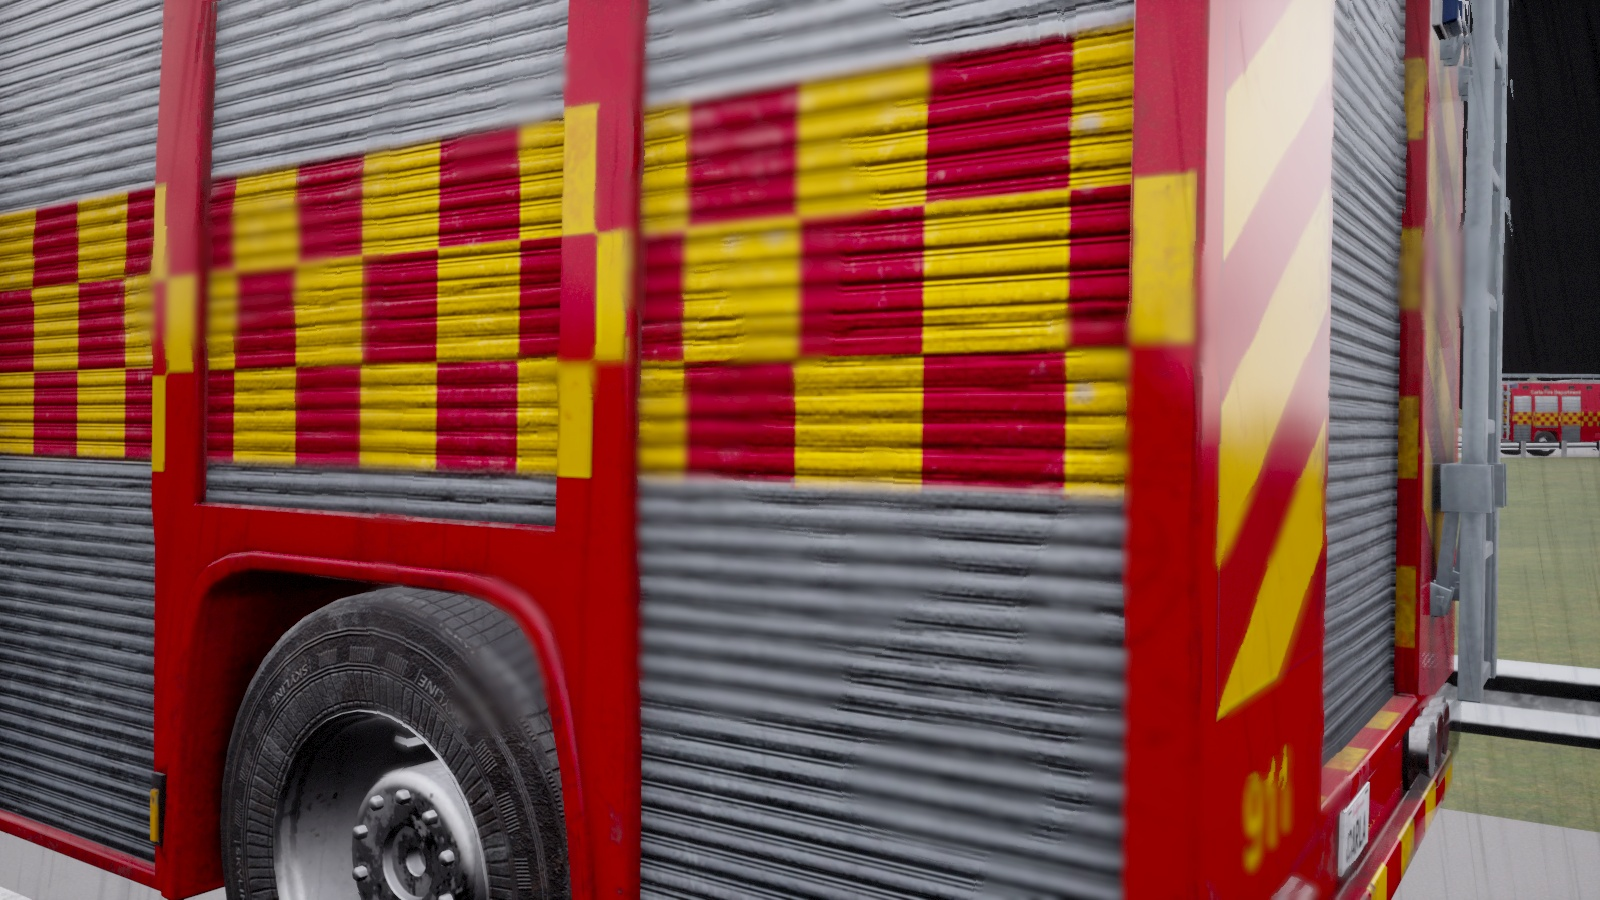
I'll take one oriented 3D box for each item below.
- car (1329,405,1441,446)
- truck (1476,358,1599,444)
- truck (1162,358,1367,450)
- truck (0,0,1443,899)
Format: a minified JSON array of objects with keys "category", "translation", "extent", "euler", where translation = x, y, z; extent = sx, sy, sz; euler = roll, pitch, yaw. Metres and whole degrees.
[{"category":"car","translation":[28.369,-1.207,60.935],"extent":[4.605,1.855,1.932],"euler":[-1,1,-7]},{"category":"truck","translation":[36.686,-2.316,58.969],"extent":[8.468,3.827,2.891],"euler":[-1,1,-5]},{"category":"truck","translation":[21.012,-1.983,56.898],"extent":[8.468,3.827,2.891],"euler":[-1,1,25]},{"category":"truck","translation":[-2.277,-0.483,5.145],"extent":[8.468,3.827,2.891],"euler":[0,1,34]}]
